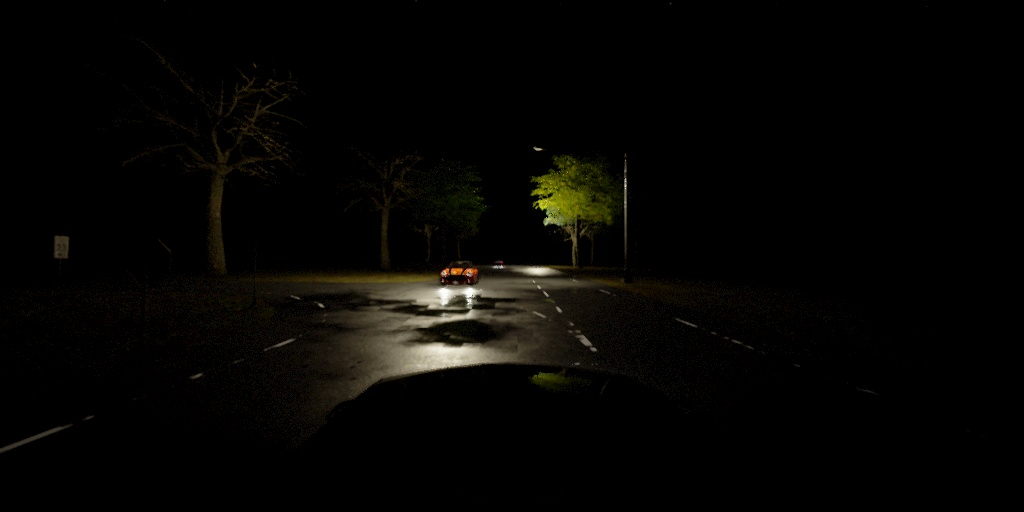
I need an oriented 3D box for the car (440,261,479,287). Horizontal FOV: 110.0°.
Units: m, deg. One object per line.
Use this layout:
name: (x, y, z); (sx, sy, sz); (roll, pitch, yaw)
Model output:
car: (-3.478, 1.111, 24.382); (2.097, 1.767, 4.553); (1, -1, 0)
